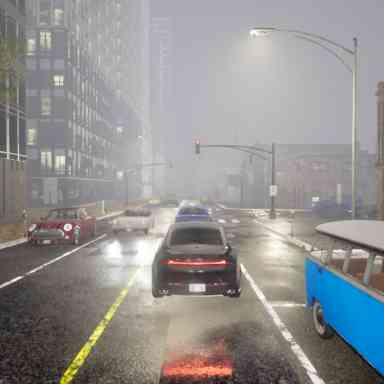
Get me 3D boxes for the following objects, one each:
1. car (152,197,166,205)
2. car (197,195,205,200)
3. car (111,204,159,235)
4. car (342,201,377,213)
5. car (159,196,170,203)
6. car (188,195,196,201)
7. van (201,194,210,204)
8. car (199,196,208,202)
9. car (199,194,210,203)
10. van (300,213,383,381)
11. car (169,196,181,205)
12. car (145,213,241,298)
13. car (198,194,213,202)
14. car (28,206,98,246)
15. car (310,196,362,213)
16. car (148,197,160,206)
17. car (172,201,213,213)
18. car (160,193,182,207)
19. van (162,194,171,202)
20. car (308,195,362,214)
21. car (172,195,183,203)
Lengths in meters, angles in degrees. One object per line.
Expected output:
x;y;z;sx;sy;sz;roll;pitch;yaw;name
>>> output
-5.743;1.551;58.677;1.947;1.339;4.313;-1;0;0;car
2.562;1.531;92.498;2.008;1.369;4.403;-1;0;0;car
-3.192;1.595;18.876;1.895;1.301;4.718;0;0;-1;car
16.379;1.793;29.985;4.313;1.339;1.947;1;0;1;car
-5.757;1.549;69.966;1.947;1.339;4.313;-1;0;0;car
-0.100;1.481;79.560;1.837;1.490;4.892;0;0;0;car
2.594;1.325;64.278;1.690;1.788;3.998;-1;0;0;van
2.584;1.564;75.565;1.802;1.307;4.206;-1;0;0;car
2.586;1.298;69.921;2.192;1.841;5.009;-1;0;0;car
2.669;1.340;4.013;1.690;1.788;3.998;-1;0;0;van
-3.145;1.462;61.105;1.882;1.535;5.008;0;0;0;car
0.087;1.502;8.495;1.837;1.490;4.892;0;0;0;car
2.602;1.425;58.633;1.967;1.590;4.097;-1;0;0;car
-5.723;1.436;15.086;1.967;1.590;4.097;-1;0;0;car
16.477;1.411;38.362;5.009;1.841;2.192;1;0;1;car
-5.907;1.512;52.863;1.752;1.417;4.829;-1;0;0;car
0.068;1.472;17.982;1.882;1.535;5.008;0;0;0;car
-3.164;1.208;51.213;2.150;2.045;5.566;0;0;1;car
-5.767;1.323;75.610;1.690;1.788;3.998;-1;0;0;van
15.504;1.349;35.777;5.566;2.045;2.150;1;1;1;car
-3.089;1.508;71.377;2.128;1.511;4.902;0;0;0;car
